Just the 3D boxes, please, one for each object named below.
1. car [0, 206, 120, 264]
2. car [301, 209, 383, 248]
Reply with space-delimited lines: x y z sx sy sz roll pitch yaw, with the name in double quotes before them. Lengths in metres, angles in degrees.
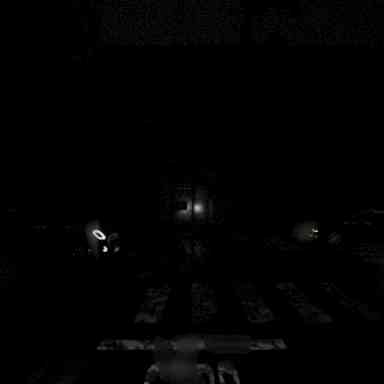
"car" -4.816 1.362 11.301 4.553 1.767 2.097 0 0 0
"car" 7.200 1.516 14.291 4.892 1.490 1.837 0 0 0
